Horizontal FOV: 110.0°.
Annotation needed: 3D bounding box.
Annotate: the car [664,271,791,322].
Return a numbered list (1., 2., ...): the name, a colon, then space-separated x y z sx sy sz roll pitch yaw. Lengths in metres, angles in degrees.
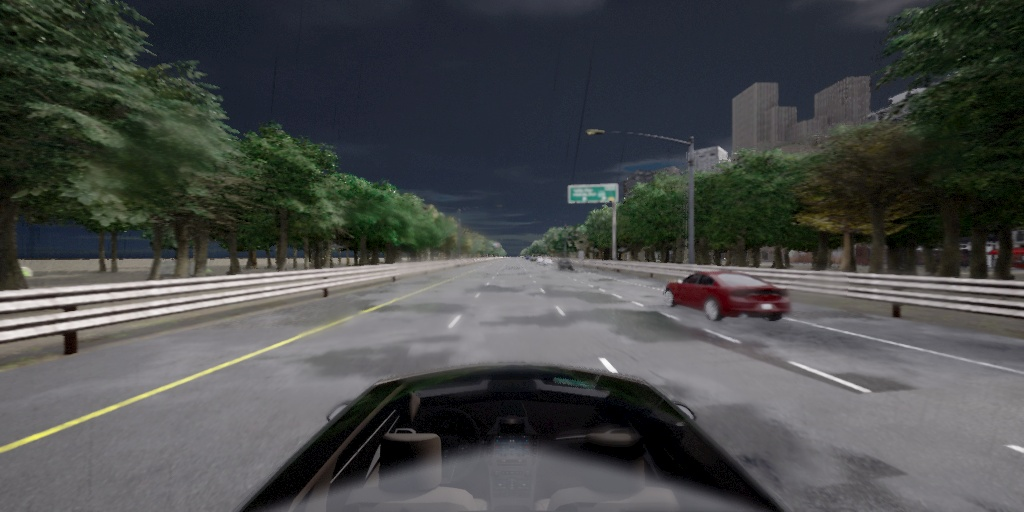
1. car: 7.004 1.232 12.321 1.882 1.535 5.008 0 0 0

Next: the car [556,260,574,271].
1. car: 7.096 1.236 48.257 1.837 1.490 4.892 0 0 0
